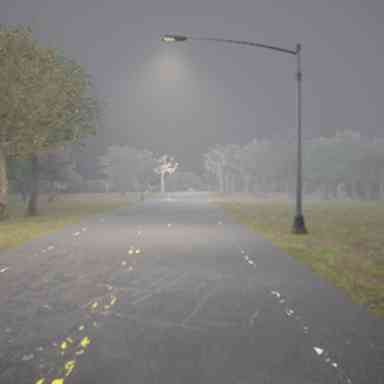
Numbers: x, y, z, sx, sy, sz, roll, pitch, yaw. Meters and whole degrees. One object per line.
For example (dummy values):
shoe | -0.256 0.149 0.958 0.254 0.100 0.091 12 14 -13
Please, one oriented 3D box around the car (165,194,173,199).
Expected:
car | -6.080 1.182 87.542 2.128 1.511 4.902 0 1 2
